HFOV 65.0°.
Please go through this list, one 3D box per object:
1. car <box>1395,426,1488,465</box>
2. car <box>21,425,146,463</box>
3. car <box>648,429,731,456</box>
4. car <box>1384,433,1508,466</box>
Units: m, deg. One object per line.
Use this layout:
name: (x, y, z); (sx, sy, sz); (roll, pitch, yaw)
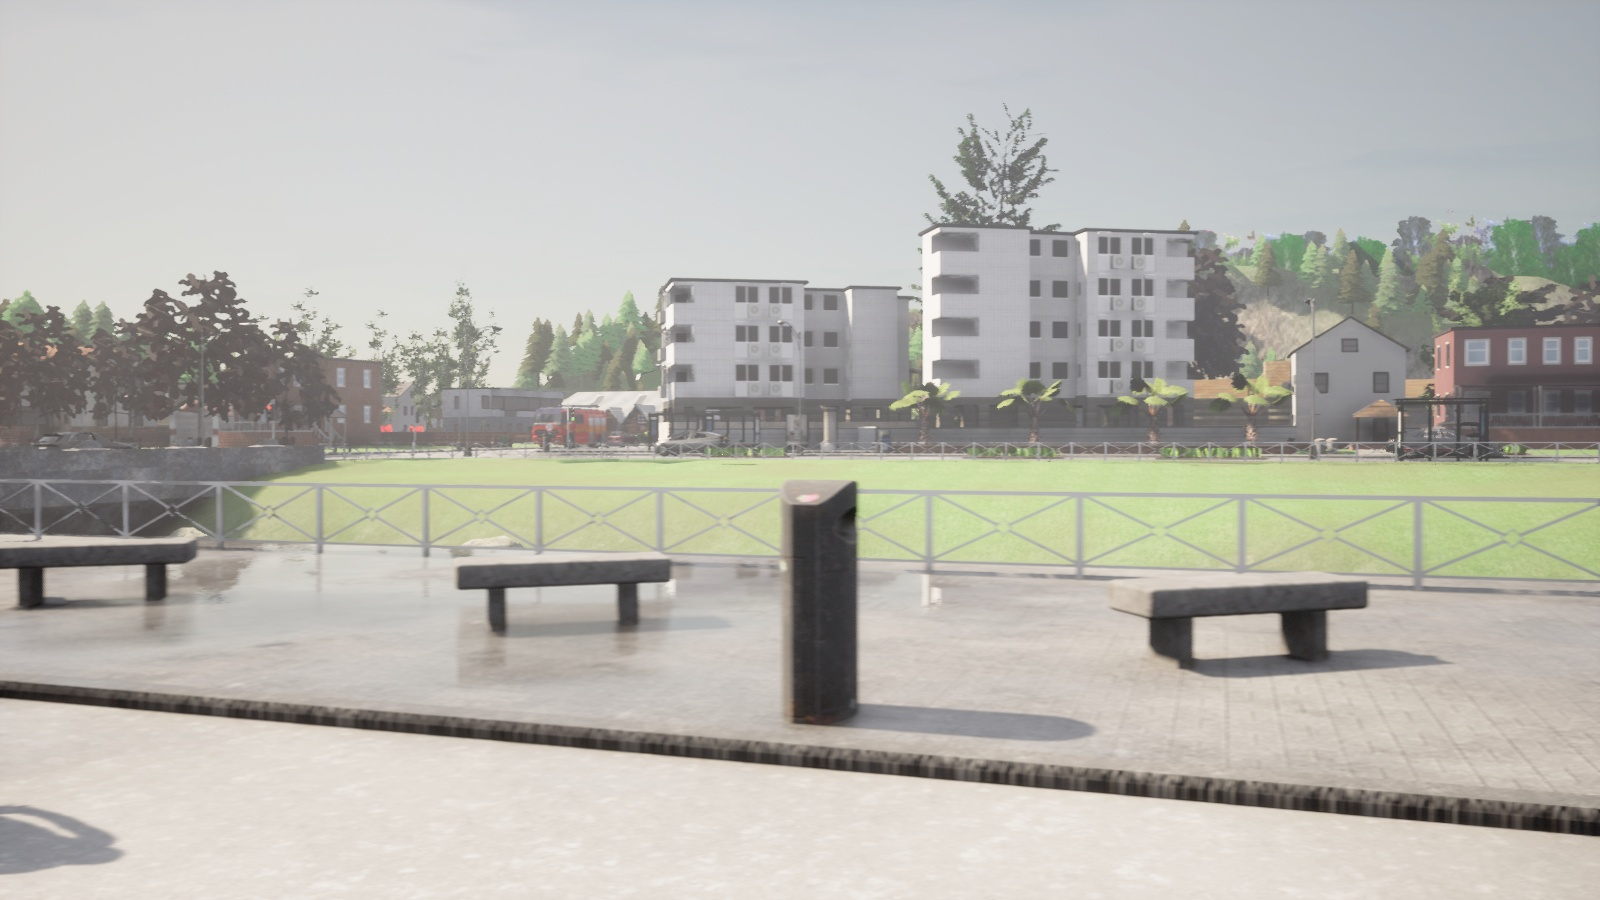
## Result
car: (31.780, -0.256, 62.346); (3.866, 1.878, 1.905); (1, 1, 19)
car: (-33.291, -0.306, 58.516); (2.033, 1.649, 4.856); (1, 1, 20)
car: (-6.602, -0.456, 75.271); (4.514, 1.525, 2.007); (1, 1, 19)
car: (30.101, -0.044, 58.693); (4.902, 1.511, 2.128); (1, 1, 19)
